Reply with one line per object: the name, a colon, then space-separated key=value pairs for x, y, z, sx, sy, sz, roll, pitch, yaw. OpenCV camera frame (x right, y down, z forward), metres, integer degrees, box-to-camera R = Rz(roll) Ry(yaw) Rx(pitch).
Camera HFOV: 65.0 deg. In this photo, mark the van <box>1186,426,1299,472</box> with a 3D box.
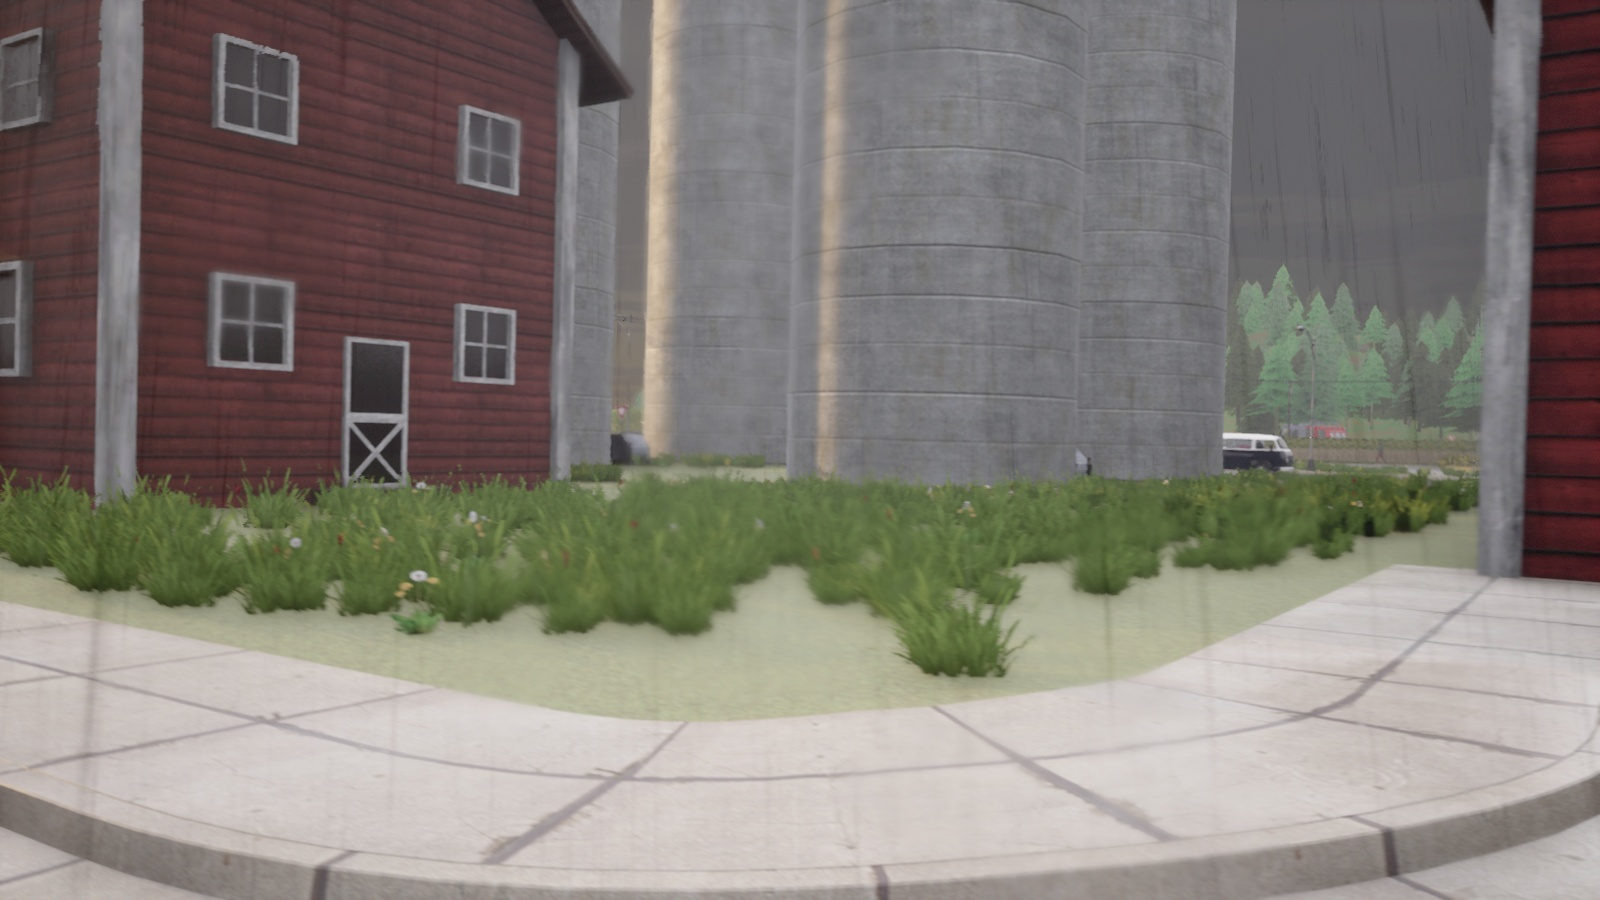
van: x=20.189 y=-0.077 z=57.320 sx=4.480 sy=2.038 sz=2.069 roll=1 pitch=1 yaw=34
